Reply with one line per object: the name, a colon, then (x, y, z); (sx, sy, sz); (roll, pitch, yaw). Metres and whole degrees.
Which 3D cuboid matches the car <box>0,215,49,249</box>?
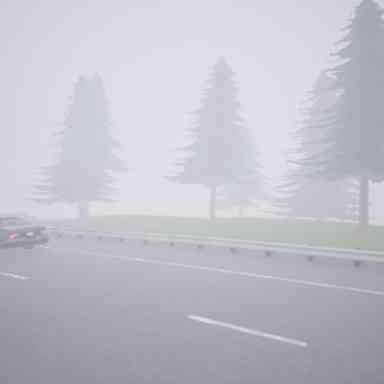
car: (-8.326, 1.648, 13.699); (5.357, 1.411, 2.033); (0, 0, 28)
